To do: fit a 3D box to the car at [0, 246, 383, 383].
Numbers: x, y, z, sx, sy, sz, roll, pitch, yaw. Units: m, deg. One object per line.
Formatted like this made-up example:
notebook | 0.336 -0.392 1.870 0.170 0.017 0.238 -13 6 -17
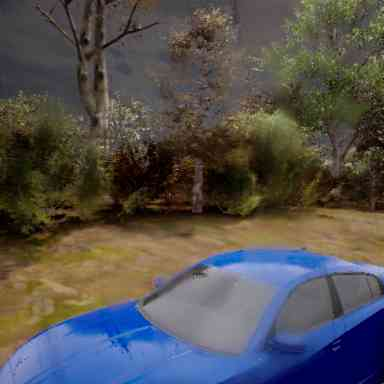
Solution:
car | 0.713 1.445 3.646 5.008 1.535 1.882 0 1 -36
